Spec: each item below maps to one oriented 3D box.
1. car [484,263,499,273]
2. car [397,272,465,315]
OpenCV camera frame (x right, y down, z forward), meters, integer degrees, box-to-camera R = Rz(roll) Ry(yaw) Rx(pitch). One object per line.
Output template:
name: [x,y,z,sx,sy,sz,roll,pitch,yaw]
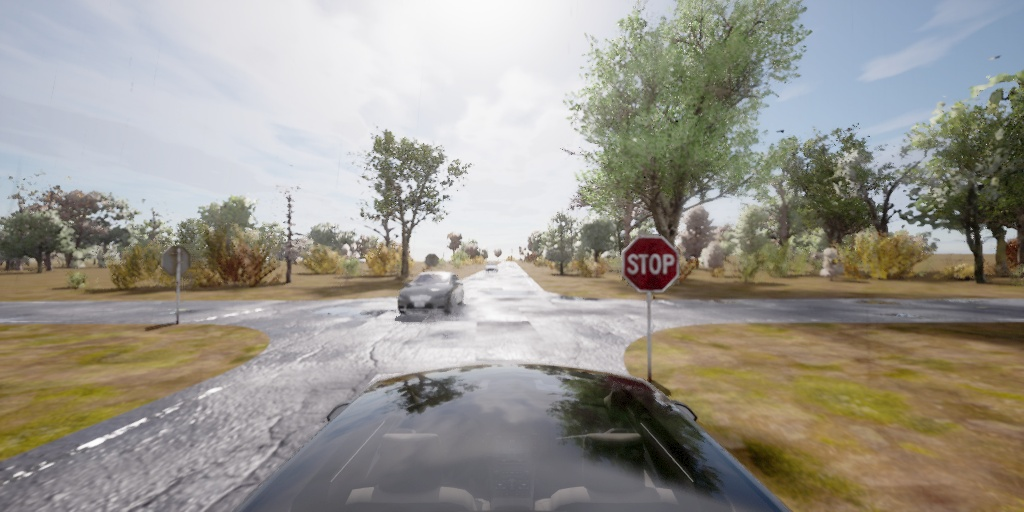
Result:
car: [-3.001,1.716,52.788,1.812,1.442,4.674,0,0,0]
car: [-3.002,1.368,14.124,2.128,1.511,4.902,0,-1,0]
